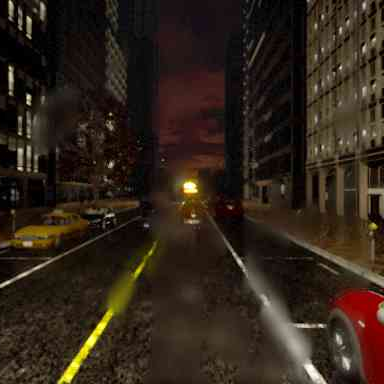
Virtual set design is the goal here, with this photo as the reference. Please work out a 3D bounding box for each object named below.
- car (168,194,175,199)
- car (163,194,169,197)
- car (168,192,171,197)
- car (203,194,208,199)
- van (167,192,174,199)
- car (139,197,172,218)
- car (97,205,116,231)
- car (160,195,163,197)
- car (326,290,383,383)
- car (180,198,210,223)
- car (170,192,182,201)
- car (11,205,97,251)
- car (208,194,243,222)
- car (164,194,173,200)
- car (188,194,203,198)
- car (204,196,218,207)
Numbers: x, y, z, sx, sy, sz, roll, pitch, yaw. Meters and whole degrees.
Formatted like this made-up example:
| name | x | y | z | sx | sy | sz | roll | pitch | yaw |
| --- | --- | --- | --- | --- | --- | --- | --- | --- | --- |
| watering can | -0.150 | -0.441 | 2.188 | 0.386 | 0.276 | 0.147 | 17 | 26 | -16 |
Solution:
| name | x | y | z | sx | sy | sz | roll | pitch | yaw |
| --- | --- | --- | --- | --- | --- | --- | --- | --- | --- |
| car | -5.698 | 1.140 | 93.792 | 1.802 | 1.307 | 4.206 | 0 | 0 | 0 |
| car | -5.694 | 1.317 | 59.637 | 1.802 | 1.307 | 4.206 | 0 | 0 | 0 |
| car | -5.696 | 1.228 | 71.022 | 2.008 | 1.369 | 4.403 | 0 | 0 | 0 |
| car | 2.690 | 1.159 | 36.858 | 2.192 | 1.841 | 5.009 | 0 | 0 | 0 |
| van | -5.697 | 0.930 | 88.098 | 1.690 | 1.788 | 3.998 | 0 | 0 | 0 |
| car | -3.100 | 1.443 | 28.956 | 1.994 | 1.385 | 4.181 | 0 | 0 | 0 |
| car | -5.690 | 1.469 | 19.793 | 2.008 | 1.369 | 4.403 | 0 | 0 | 0 |
| car | -5.693 | 1.356 | 48.254 | 1.947 | 1.339 | 4.313 | 0 | 0 | 0 |
| car | 2.693 | 1.429 | 2.705 | 1.967 | 1.590 | 4.097 | 0 | 0 | 0 |
| car | 0.099 | 1.424 | 24.509 | 1.812 | 1.442 | 4.674 | 0 | 0 | 0 |
| car | -3.008 | 1.229 | 70.005 | 1.994 | 1.385 | 4.181 | 0 | 0 | 0 |
| car | -5.689 | 1.469 | 13.929 | 1.752 | 1.417 | 4.829 | 0 | 0 | 0 |
| car | 2.692 | 1.209 | 25.473 | 2.192 | 1.841 | 5.009 | 0 | 0 | 0 |
| car | -5.697 | 1.163 | 82.407 | 1.887 | 1.381 | 4.507 | 0 | 0 | 0 |
| car | 0.095 | 1.329 | 41.013 | 1.837 | 1.490 | 4.892 | 0 | 0 | 0 |
| car | 2.688 | 1.315 | 48.412 | 1.752 | 1.417 | 4.829 | 0 | 0 | 0 |
